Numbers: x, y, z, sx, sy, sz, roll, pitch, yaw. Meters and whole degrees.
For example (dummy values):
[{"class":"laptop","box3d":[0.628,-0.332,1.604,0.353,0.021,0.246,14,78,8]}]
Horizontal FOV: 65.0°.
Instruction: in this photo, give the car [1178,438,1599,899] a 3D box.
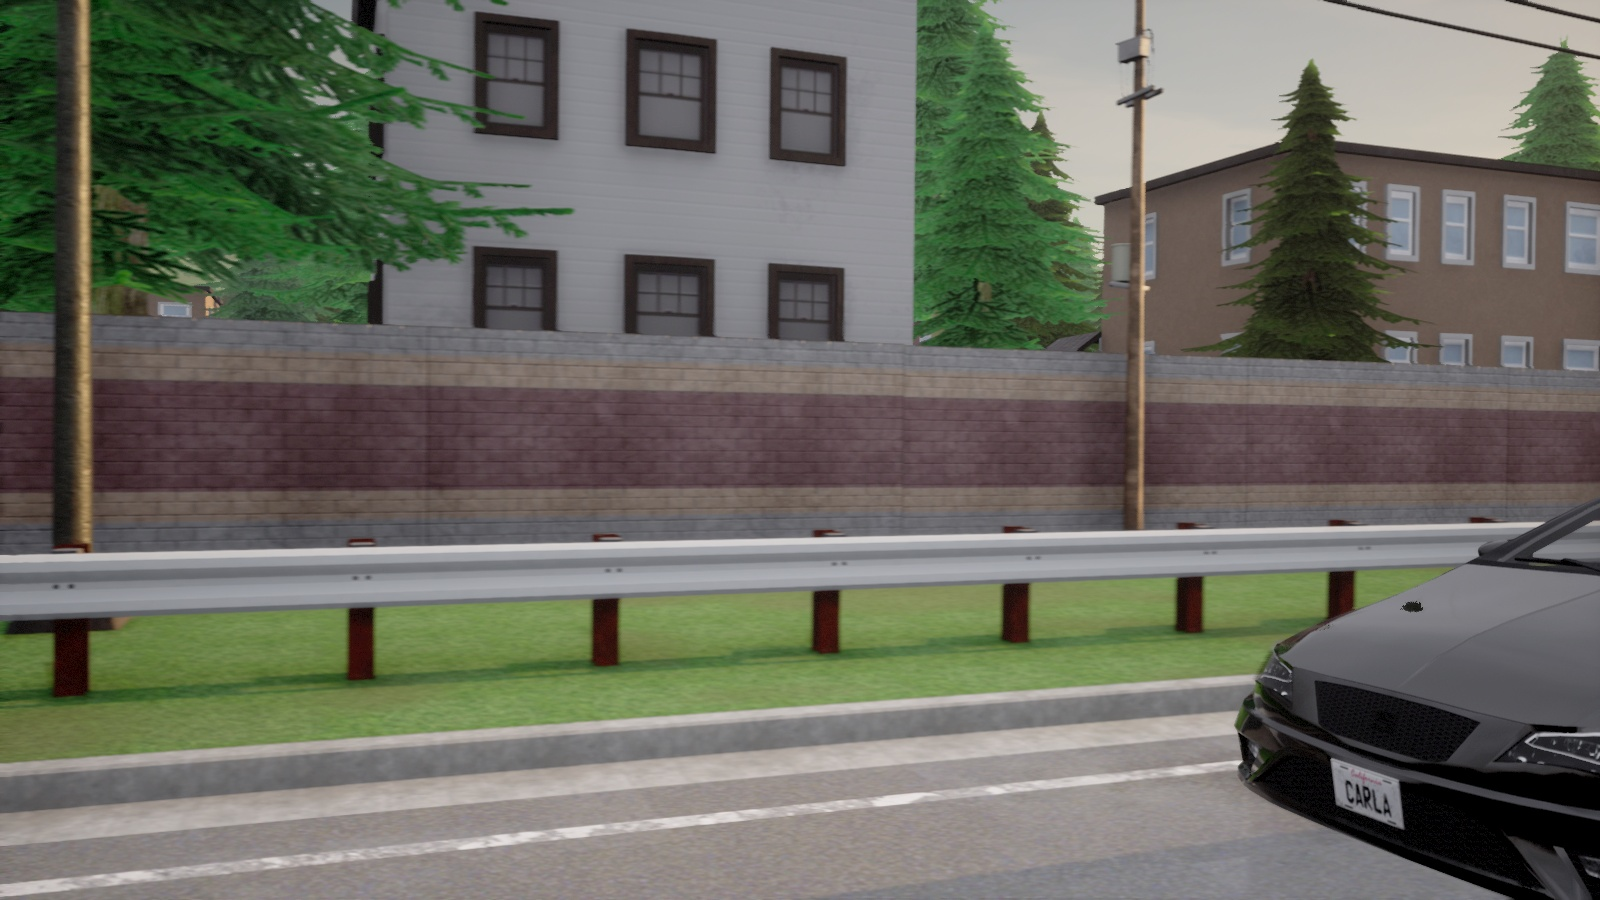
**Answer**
[{"class":"car","box3d":[3.706,0.696,4.633,4.193,1.474,1.816,-1,1,-21]}]
